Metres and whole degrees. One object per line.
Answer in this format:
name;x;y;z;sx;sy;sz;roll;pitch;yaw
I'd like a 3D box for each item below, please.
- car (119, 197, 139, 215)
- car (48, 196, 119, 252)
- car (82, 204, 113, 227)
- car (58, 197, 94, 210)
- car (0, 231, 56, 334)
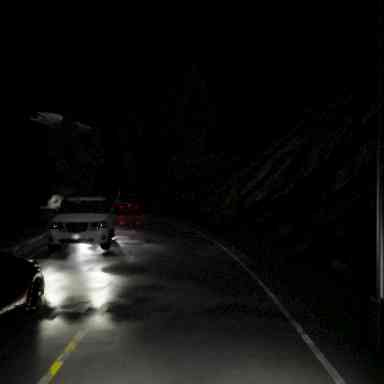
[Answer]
car;-7.016;1.330;33.887;2.097;1.767;4.553;0;0;-28
car;-4.527;1.213;14.389;2.150;2.045;5.566;0;0;-10
car;-6.901;1.586;24.029;1.895;1.301;4.718;0;0;-19
car;-15.361;1.462;44.008;4.902;1.511;2.128;0;0;38
car;-3.775;1.561;4.755;1.994;1.385;4.181;0;0;-2
